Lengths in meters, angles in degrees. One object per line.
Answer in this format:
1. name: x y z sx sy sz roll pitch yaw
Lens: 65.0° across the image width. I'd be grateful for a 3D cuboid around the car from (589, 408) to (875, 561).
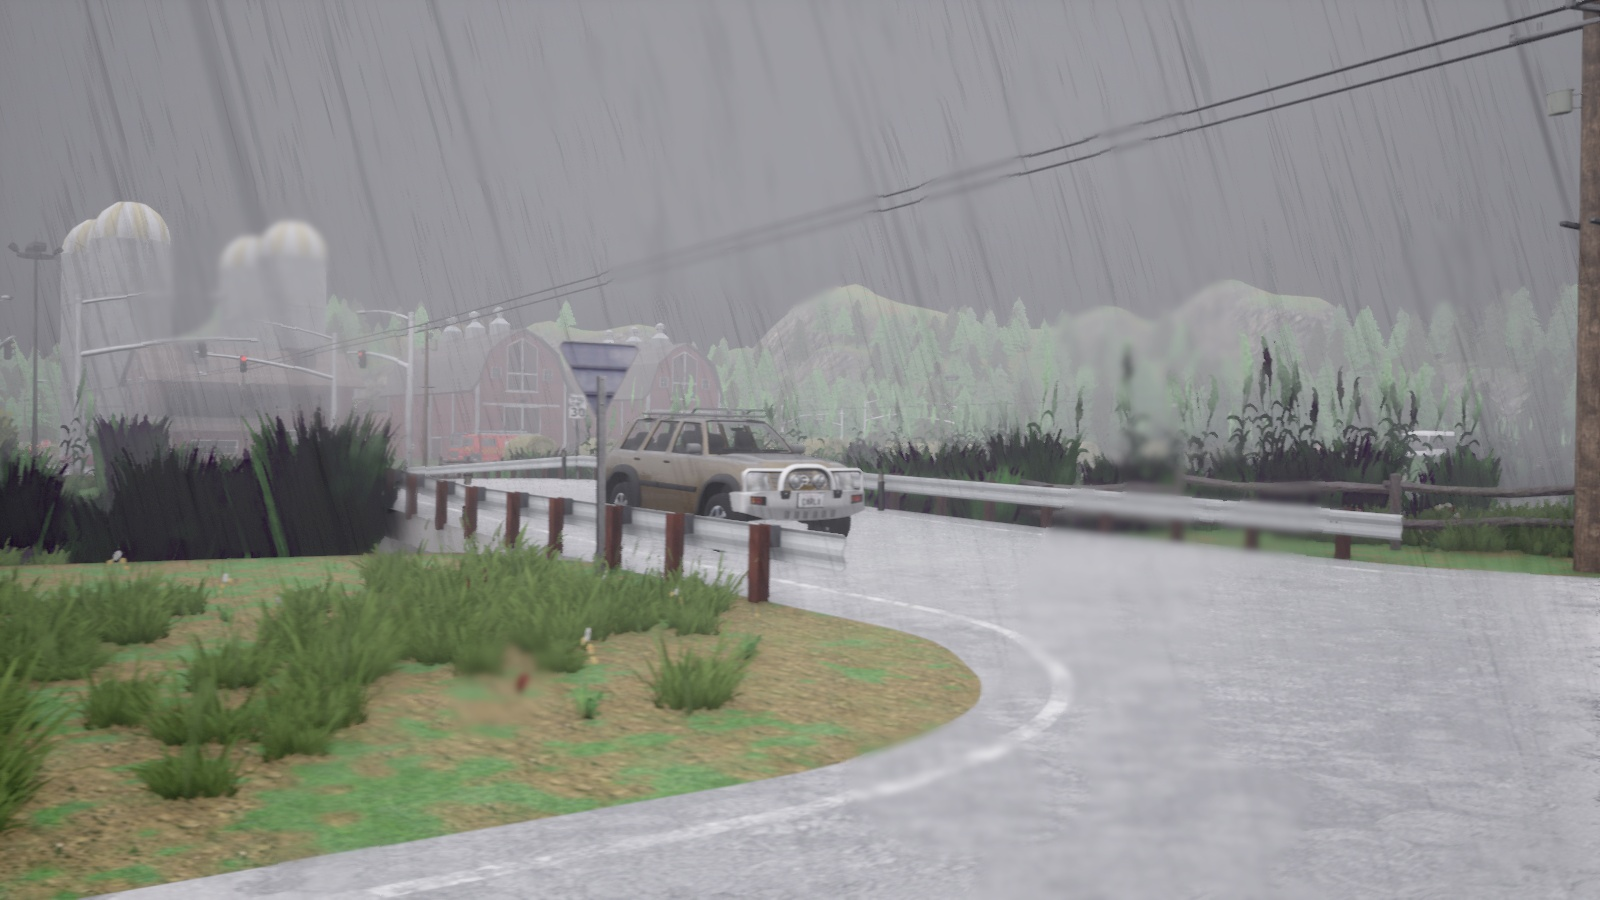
1. car: -1.115 0.356 17.758 1.932 1.855 4.605 0 2 -34
